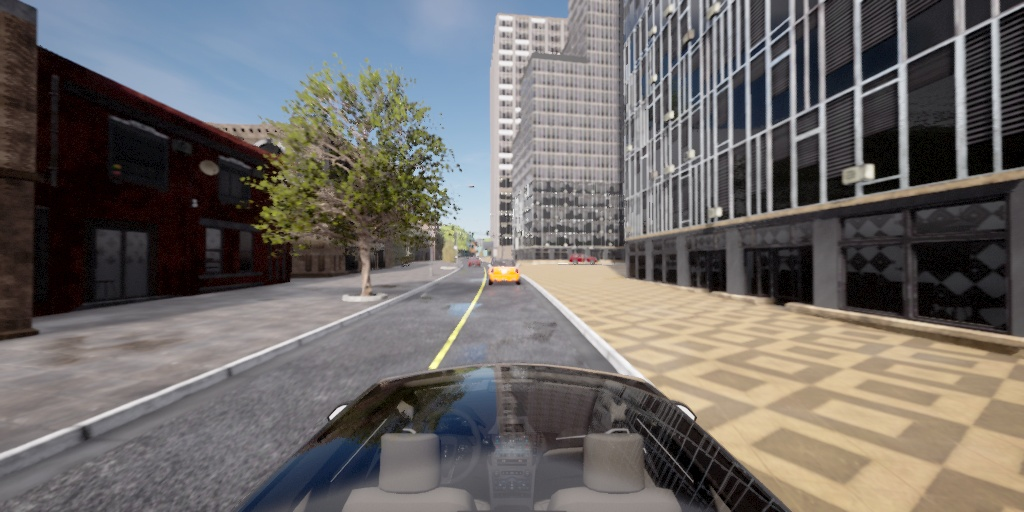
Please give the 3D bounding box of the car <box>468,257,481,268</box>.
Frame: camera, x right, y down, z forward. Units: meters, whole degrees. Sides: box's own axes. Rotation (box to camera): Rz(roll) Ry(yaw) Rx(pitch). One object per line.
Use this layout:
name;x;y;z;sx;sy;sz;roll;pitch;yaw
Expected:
car;-5.667;0.928;54.352;1.882;1.535;5.008;0;0;-6

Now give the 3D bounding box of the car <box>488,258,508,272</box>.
car;-1.703;1.007;42.617;2.128;1.511;4.902;0;0;-4

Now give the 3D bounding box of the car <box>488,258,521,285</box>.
car;-0.564;0.974;24.617;2.097;1.767;4.553;0;0;-3

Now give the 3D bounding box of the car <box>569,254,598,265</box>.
car;12.582;0.584;63.493;5.009;1.841;2.192;0;0;14
